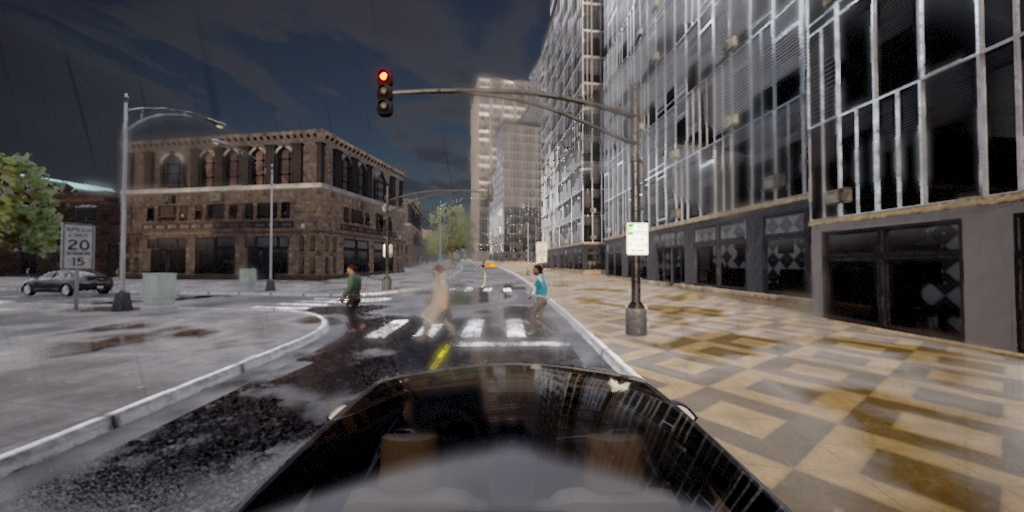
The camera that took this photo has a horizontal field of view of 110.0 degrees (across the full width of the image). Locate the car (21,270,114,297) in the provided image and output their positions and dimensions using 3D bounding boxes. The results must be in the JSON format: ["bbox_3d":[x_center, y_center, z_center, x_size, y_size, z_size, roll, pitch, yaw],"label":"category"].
[{"bbox_3d":[-24.215,1.441,19.551,4.403,1.370,2.007,0,0,9],"label":"car"}]

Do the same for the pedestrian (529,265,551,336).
[{"bbox_3d":[0.703,1.069,8.995,0.375,1.860,0.375,1,-1,-1],"label":"pedestrian"}]

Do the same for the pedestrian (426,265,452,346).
[{"bbox_3d":[-1.635,1.065,8.063,0.375,1.860,0.375,1,-1,-1],"label":"pedestrian"}]

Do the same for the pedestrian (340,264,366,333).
[{"bbox_3d":[-4.146,1.069,9.379,0.375,1.860,0.375,1,-1,-1],"label":"pedestrian"}]

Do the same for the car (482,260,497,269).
[{"bbox_3d":[-3.509,1.410,59.175,1.882,1.535,5.008,0,0,-7],"label":"car"}]
